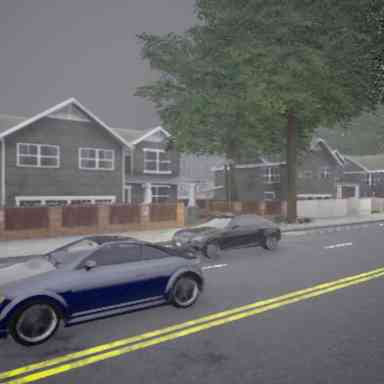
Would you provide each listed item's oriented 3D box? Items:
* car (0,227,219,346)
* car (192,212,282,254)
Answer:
[{"bbox_3d":[-1.795,1.563,6.361,4.181,1.385,1.994,0,0,-34],"label":"car"},{"bbox_3d":[1.466,1.527,12.651,4.674,1.442,1.812,0,0,-35],"label":"car"}]
